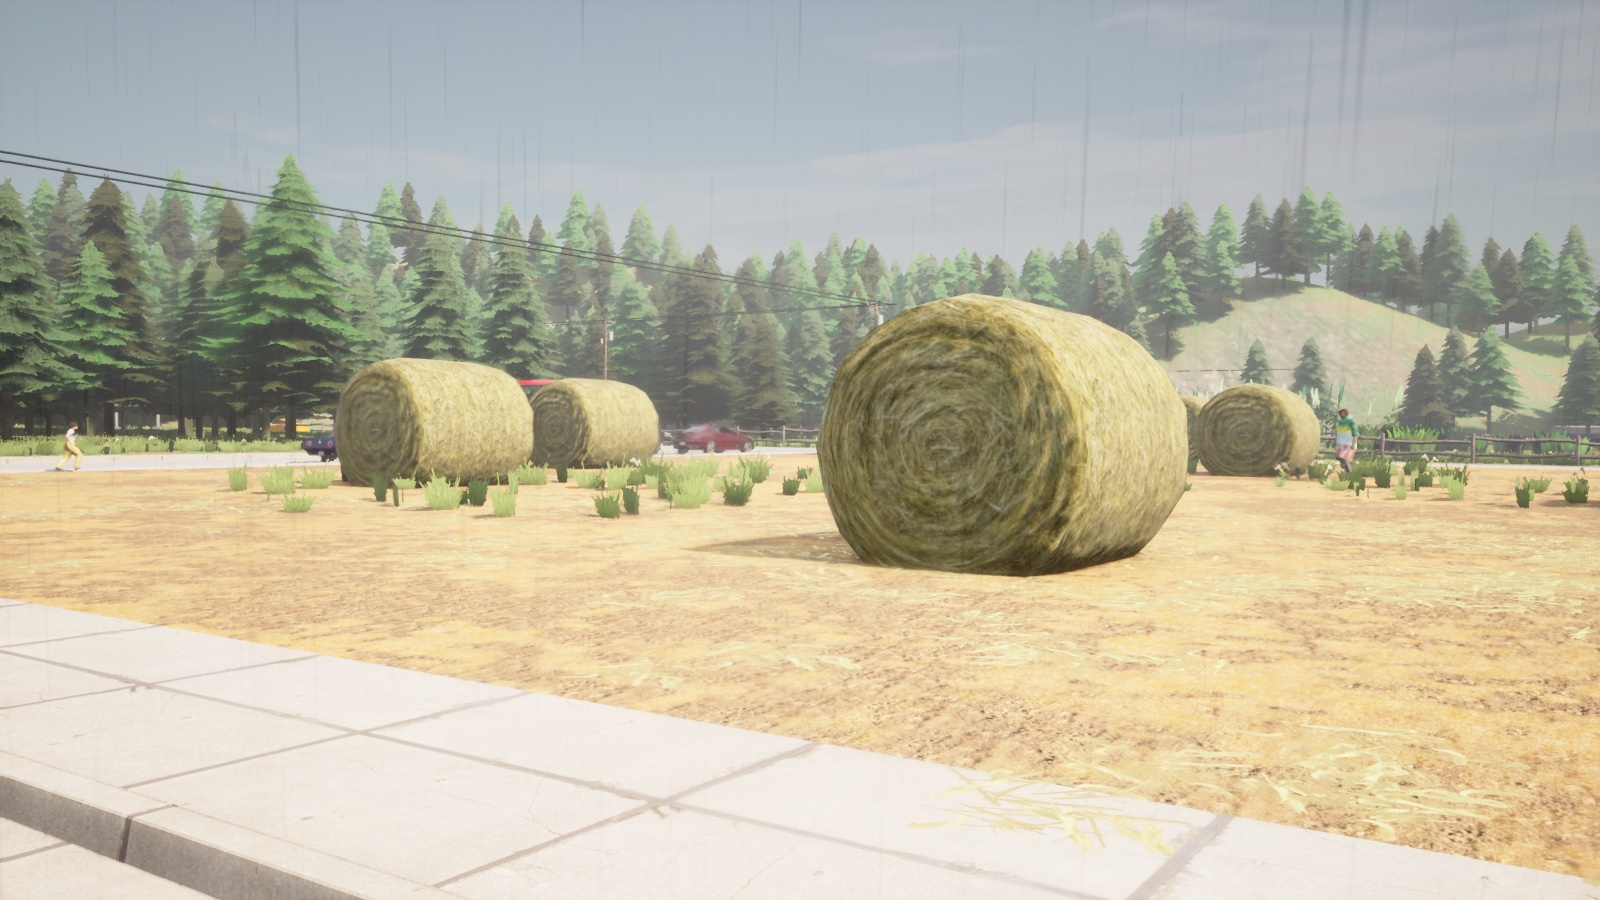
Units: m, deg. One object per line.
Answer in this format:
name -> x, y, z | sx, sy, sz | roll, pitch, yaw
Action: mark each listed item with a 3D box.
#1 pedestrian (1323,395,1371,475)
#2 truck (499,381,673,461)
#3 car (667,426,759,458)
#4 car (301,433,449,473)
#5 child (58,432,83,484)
pedestrian -> 13.501, -0.375, 31.007 | 0.873, 1.952, 0.659 | -1, 1, -9
truck -> -9.707, -1.341, 57.913 | 2.891, 3.462, 7.936 | 0, 2, 39
car -> -4.098, -0.423, 59.916 | 1.812, 1.442, 4.674 | 0, 2, 35
car -> -14.924, 0.070, 44.321 | 1.895, 1.301, 4.718 | 0, 1, 35
child -> -17.957, 0.190, 30.918 | 0.270, 1.263, 0.437 | 0, 1, 33
